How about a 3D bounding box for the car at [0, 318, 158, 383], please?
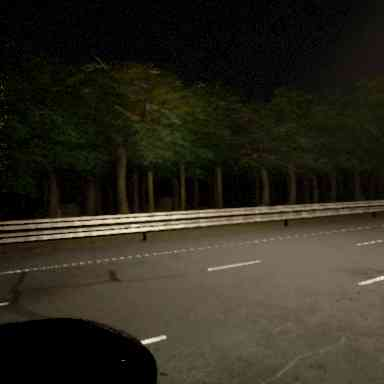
[{"bbox_3d":[-2.590,1.575,1.991,5.008,1.535,1.882,-1,-1,-31],"label":"car"}]
